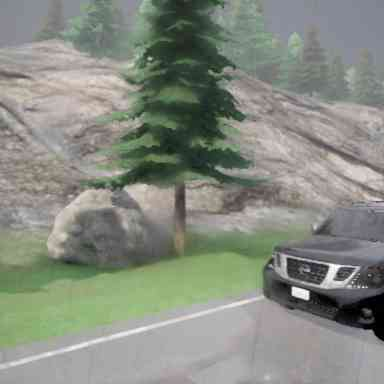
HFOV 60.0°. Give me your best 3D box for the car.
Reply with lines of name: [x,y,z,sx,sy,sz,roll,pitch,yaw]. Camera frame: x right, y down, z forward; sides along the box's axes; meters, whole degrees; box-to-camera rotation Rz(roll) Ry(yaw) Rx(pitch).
car: [3.931,1.224,6.715,5.566,2.045,2.150,0,0,-35]
